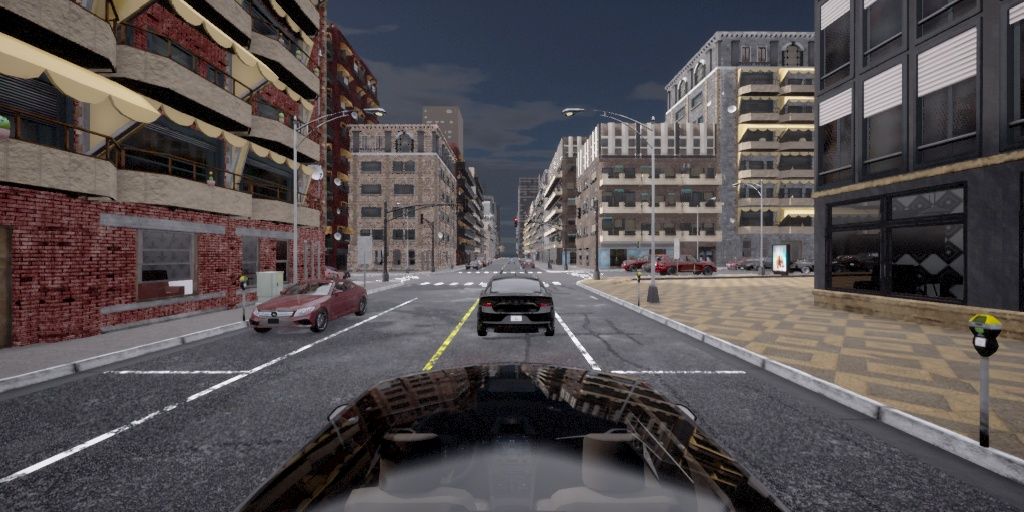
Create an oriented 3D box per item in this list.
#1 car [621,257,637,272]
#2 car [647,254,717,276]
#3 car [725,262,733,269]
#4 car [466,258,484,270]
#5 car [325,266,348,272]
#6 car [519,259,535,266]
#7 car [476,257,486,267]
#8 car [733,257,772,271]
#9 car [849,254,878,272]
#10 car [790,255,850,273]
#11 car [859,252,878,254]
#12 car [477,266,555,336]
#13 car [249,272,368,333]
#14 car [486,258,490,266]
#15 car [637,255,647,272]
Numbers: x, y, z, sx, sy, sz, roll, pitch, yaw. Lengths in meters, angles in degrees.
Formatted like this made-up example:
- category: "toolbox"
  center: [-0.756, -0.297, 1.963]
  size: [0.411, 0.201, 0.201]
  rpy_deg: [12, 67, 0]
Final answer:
- category: "car"
  center: [14.562, 0.764, 39.093]
  size: [5.009, 1.841, 2.192]
  rpy_deg: [0, 0, -1]
- category: "car"
  center: [14.699, 0.778, 30.713]
  size: [5.009, 1.841, 2.192]
  rpy_deg: [0, 0, -1]
- category: "car"
  center: [25.653, 0.824, 39.194]
  size: [4.207, 1.307, 1.802]
  rpy_deg: [0, 0, -1]
- category: "car"
  center: [-5.708, 1.330, 52.750]
  size: [1.948, 1.339, 4.313]
  rpy_deg: [0, 0, 0]
- category: "car"
  center: [-17.188, 1.610, 33.010]
  size: [4.181, 1.385, 1.994]
  rpy_deg: [-1, 0, -1]
- category: "car"
  center: [2.670, 1.207, 58.437]
  size: [1.967, 1.591, 4.097]
  rpy_deg: [0, 0, 0]
- category: "car"
  center: [-5.711, 1.293, 58.262]
  size: [1.751, 1.417, 4.829]
  rpy_deg: [0, 0, 0]
- category: "car"
  center: [26.135, 0.786, 36.606]
  size: [5.357, 1.411, 2.033]
  rpy_deg: [-1, 0, 0]
- category: "car"
  center: [31.340, 0.717, 30.865]
  size: [4.313, 1.339, 1.948]
  rpy_deg: [0, 0, -1]
- category: "car"
  center: [25.793, 0.822, 30.814]
  size: [4.313, 1.339, 1.948]
  rpy_deg: [0, 0, -1]
- category: "car"
  center: [36.397, 0.397, 36.687]
  size: [4.553, 1.767, 2.097]
  rpy_deg: [-1, 0, 0]
- category: "car"
  center: [0.096, 1.227, 10.388]
  size: [1.882, 1.535, 5.008]
  rpy_deg: [0, 0, 0]
- category: "car"
  center: [-5.744, 1.332, 10.726]
  size: [1.802, 1.307, 4.207]
  rpy_deg: [0, 0, 0]
- category: "car"
  center: [-5.712, 1.086, 64.115]
  size: [2.192, 1.841, 5.009]
  rpy_deg: [0, 0, 0]
- category: "car"
  center: [15.722, 0.938, 36.514]
  size: [4.892, 1.490, 1.837]
  rpy_deg: [-1, 0, -1]
